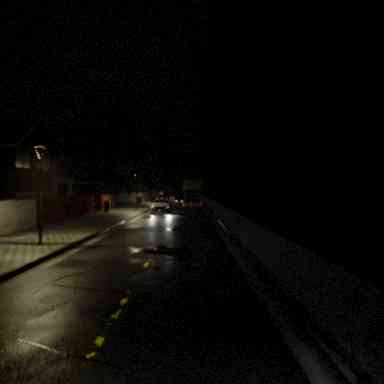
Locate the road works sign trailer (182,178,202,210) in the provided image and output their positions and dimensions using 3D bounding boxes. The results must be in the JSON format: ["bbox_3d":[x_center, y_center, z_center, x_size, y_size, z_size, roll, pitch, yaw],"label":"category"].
[{"bbox_3d":[0.008,0.195,38.716,2.380,3.560,2.880,0,0,0],"label":"road works sign trailer"}]

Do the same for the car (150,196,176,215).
[{"bbox_3d":[-2.840,1.303,31.546,1.812,1.442,4.674,0,0,0],"label":"car"}]

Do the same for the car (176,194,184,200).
[{"bbox_3d":[-2.734,1.050,72.731,2.033,1.411,5.357,0,0,0],"label":"car"}]
